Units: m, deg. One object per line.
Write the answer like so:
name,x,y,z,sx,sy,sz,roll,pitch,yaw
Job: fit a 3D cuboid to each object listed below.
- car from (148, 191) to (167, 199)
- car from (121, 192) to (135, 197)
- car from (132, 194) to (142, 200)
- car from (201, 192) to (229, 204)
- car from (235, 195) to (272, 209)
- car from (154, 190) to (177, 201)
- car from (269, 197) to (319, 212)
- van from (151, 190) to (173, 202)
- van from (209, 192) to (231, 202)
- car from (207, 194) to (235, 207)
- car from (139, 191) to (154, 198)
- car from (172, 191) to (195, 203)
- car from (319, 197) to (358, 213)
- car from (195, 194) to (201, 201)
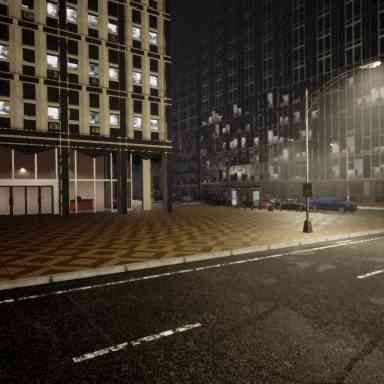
car,-8.012,0.615,77.569,2.192,1.841,5.009,0,1,-35
car,-17.684,0.688,91.614,2.008,1.369,4.403,0,1,-35
car,-11.690,1.039,68.139,2.008,1.369,4.403,0,1,-35
car,3.868,1.020,50.115,2.097,1.767,4.553,-1,1,-34
car,7.560,1.388,39.994,1.802,1.307,4.206,0,1,-35
car,-5.568,0.640,69.434,2.150,2.045,5.566,-1,1,-35
car,10.771,1.424,35.301,1.947,1.339,4.313,0,1,-35
van,-5.242,0.937,58.775,1.690,1.788,3.998,0,1,-35
van,4.883,0.855,58.846,1.690,1.788,3.998,0,1,-35
car,4.385,1.319,44.707,1.947,1.339,4.313,0,1,-35
car,-11.237,0.686,82.251,1.967,1.590,4.097,0,1,-35
car,-1.934,1.098,58.620,1.812,1.442,4.674,-1,1,-34
car,14.567,1.317,34.568,1.882,1.535,5.008,-1,1,-35
car,1.660,1.043,63.530,1.802,1.307,4.206,0,1,-35
